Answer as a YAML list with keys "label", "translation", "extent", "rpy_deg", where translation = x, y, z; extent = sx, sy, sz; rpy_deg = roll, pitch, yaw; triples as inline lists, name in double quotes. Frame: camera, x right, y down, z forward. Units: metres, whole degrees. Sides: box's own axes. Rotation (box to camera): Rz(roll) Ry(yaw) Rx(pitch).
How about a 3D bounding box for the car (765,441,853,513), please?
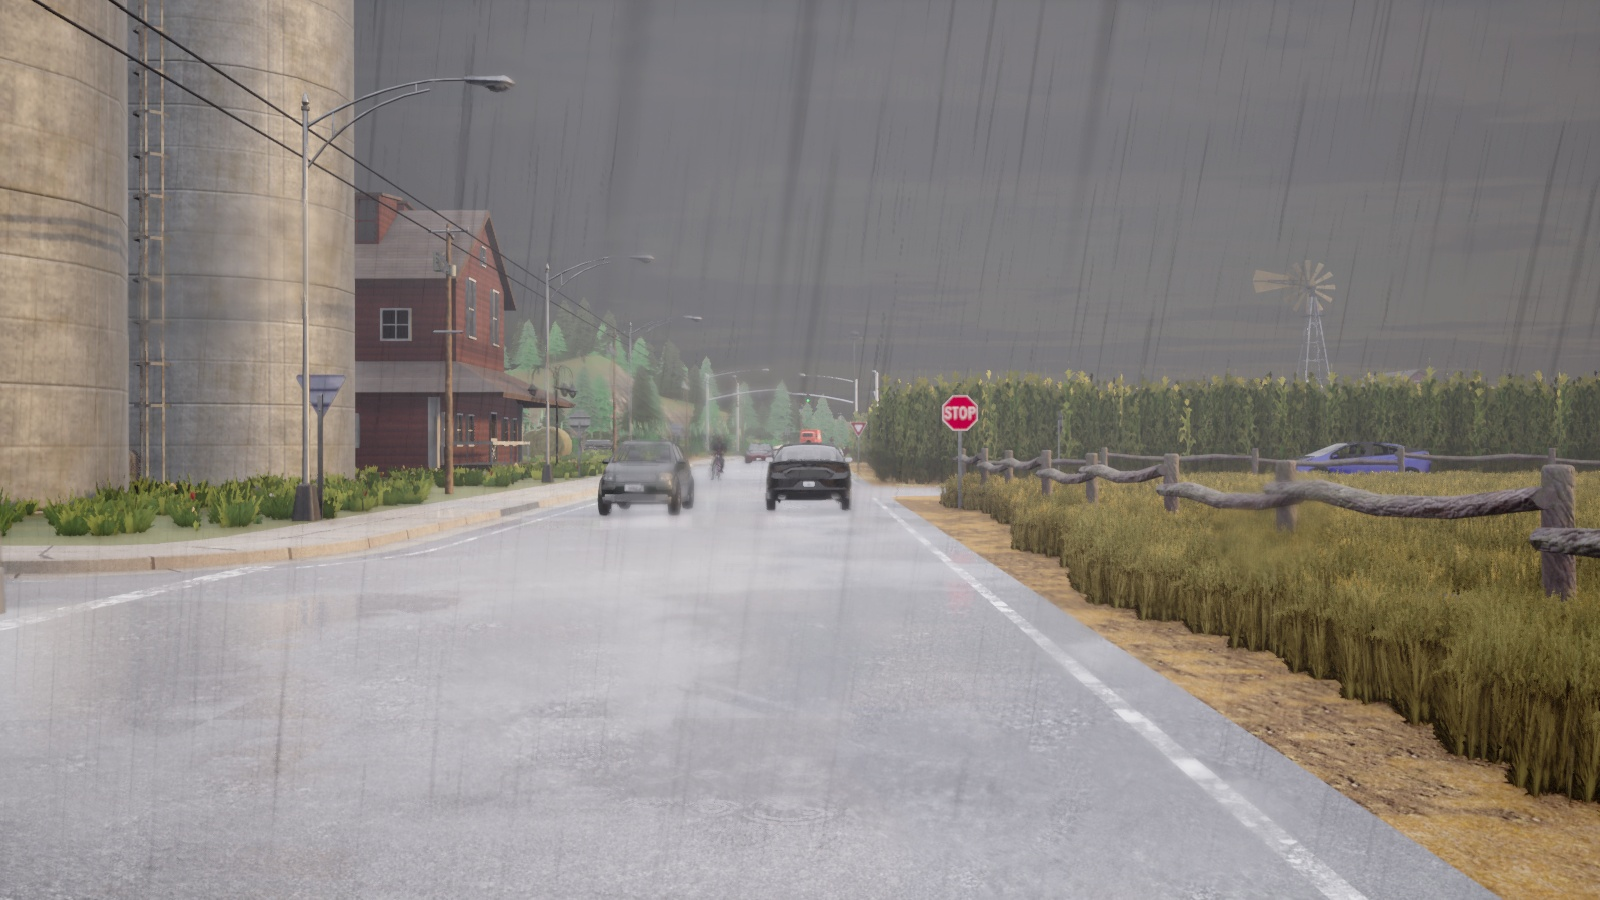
- label: "car"
  translation: [0.209, 0.558, 29.489]
  extent: [1.882, 1.535, 5.008]
  rpy_deg: [0, 0, 0]

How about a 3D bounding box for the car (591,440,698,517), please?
- label: "car"
  translation: [-3.279, 0.569, 27.143]
  extent: [1.789, 1.549, 3.705]
  rpy_deg: [0, 0, 1]

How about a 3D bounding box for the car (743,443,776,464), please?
- label: "car"
  translation: [-2.889, 0.231, 90.832]
  extent: [2.163, 1.488, 4.792]
  rpy_deg: [0, 0, 0]

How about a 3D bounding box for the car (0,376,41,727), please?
- label: "car"
  translation: [-6.642, 0.519, 6.876]
  extent: [4.605, 1.855, 1.932]
  rpy_deg: [0, -1, 24]

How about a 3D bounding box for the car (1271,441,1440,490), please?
- label: "car"
  translation: [17.715, 0.479, 40.213]
  extent: [4.514, 1.525, 2.007]
  rpy_deg: [0, 0, 1]
